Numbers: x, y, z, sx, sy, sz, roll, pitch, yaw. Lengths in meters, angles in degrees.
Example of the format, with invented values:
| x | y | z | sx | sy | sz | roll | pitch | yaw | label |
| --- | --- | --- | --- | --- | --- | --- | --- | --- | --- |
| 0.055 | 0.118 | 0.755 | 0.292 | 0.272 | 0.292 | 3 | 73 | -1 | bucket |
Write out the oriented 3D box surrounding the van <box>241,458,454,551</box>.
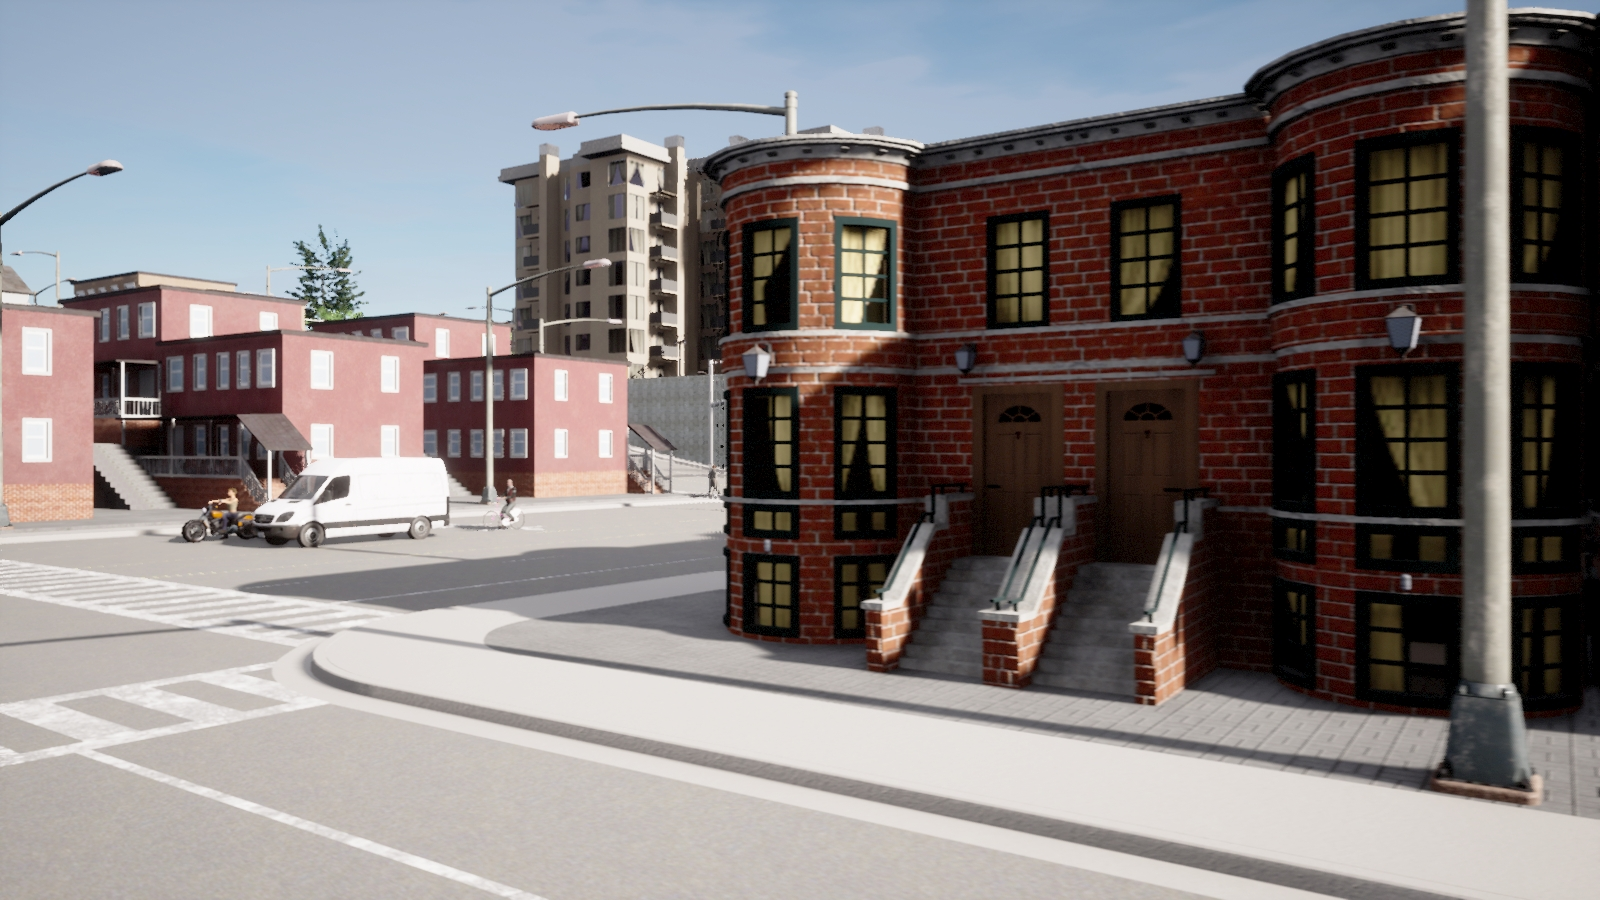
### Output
| x | y | z | sx | sy | sz | roll | pitch | yaw | label |
| --- | --- | --- | --- | --- | --- | --- | --- | --- | --- |
| -13.604 | 1.530 | 34.797 | 1.988 | 2.561 | 5.915 | 0 | 0 | 35 | van |

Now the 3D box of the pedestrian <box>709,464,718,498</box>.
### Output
| x | y | z | sx | sy | sz | roll | pitch | yaw | label |
| --- | --- | --- | --- | --- | --- | --- | --- | --- | --- |
| -4.766 | 1.692 | 63.051 | 0.375 | 1.860 | 0.375 | 0 | 0 | 37 | pedestrian |

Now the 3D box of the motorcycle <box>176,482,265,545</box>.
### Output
| x | y | z | sx | sy | sz | roll | pitch | yaw | label |
| --- | --- | --- | --- | --- | --- | --- | --- | --- | --- |
| -17.730 | 1.902 | 35.015 | 0.764 | 1.802 | 2.356 | 0 | 0 | 35 | motorcycle |

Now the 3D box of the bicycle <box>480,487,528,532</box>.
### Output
| x | y | z | sx | sy | sz | roll | pitch | yaw | label |
| --- | --- | --- | --- | --- | --- | --- | --- | --- | --- |
| -10.237 | 2.042 | 39.596 | 0.329 | 1.496 | 1.835 | -1 | 0 | 35 | bicycle |
